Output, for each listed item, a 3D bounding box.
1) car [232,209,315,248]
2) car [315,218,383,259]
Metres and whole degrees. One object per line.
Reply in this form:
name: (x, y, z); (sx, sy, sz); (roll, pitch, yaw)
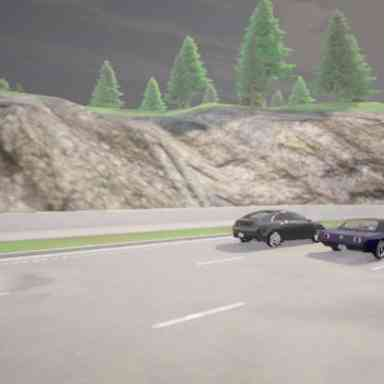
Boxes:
car: (4.028, 1.545, 14.997); (4.892, 1.490, 1.837); (1, 0, -34)
car: (7.172, 1.646, 12.756); (4.718, 1.301, 1.895); (0, 0, -31)
